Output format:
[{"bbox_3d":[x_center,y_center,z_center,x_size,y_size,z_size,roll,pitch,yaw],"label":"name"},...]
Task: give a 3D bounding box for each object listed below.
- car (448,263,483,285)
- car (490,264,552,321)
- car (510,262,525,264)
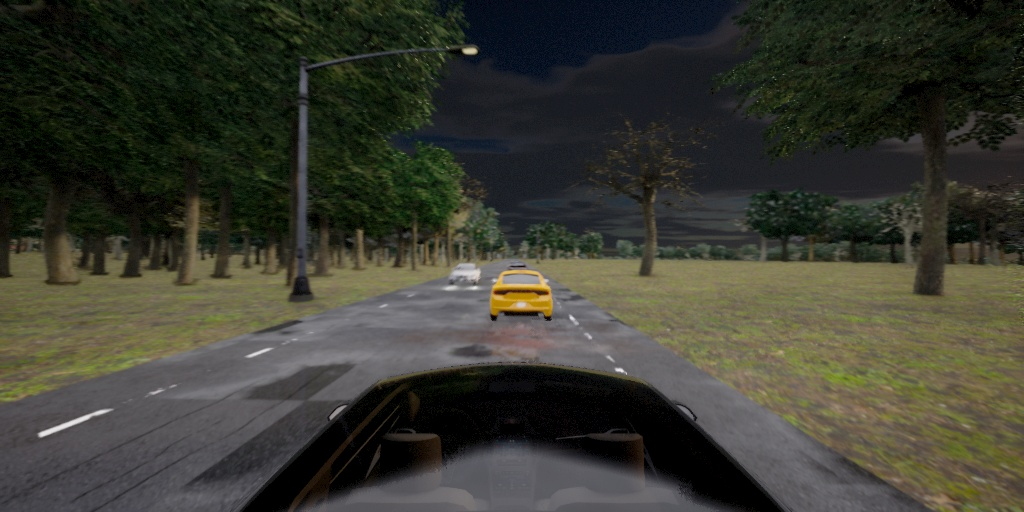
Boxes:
[{"bbox_3d":[-3.264,1.256,25.732,1.812,1.442,4.674,1,0,1],"label":"car"},{"bbox_3d":[0.294,1.238,12.691,1.882,1.535,5.008,1,0,1],"label":"car"},{"bbox_3d":[0.503,1.262,33.225,2.128,1.511,4.902,1,0,1],"label":"car"}]
